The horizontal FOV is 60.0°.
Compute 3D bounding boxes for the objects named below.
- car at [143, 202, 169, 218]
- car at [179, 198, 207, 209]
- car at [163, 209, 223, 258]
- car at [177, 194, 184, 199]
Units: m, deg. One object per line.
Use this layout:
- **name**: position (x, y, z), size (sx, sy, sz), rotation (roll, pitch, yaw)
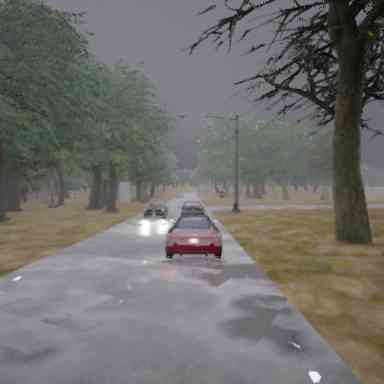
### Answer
- **car**: position (-3.065, 1.542, 29.104), size (1.895, 1.301, 4.718), rotation (0, 0, 0)
- **car**: position (0.055, 1.456, 25.835), size (1.837, 1.490, 4.892), rotation (0, 0, 0)
- **car**: position (0.070, 1.545, 12.755), size (1.994, 1.385, 4.181), rotation (0, 0, 0)
- **car**: position (-3.015, 1.118, 88.461), size (1.994, 1.385, 4.181), rotation (0, 1, 0)
